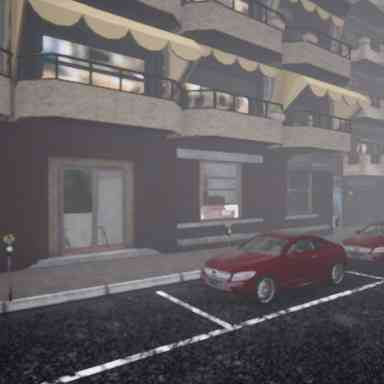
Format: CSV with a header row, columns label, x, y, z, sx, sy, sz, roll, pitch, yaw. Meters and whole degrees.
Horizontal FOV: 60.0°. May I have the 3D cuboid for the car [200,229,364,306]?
label,x,y,z,sx,sy,sz,roll,pitch,yaw
car,2.146,1.641,8.103,4.206,1.307,1.802,1,-1,-35

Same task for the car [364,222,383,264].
label,x,y,z,sx,sy,sz,roll,pitch,yaw
car,6.705,1.693,11.357,4.206,1.307,1.802,1,-1,-35
